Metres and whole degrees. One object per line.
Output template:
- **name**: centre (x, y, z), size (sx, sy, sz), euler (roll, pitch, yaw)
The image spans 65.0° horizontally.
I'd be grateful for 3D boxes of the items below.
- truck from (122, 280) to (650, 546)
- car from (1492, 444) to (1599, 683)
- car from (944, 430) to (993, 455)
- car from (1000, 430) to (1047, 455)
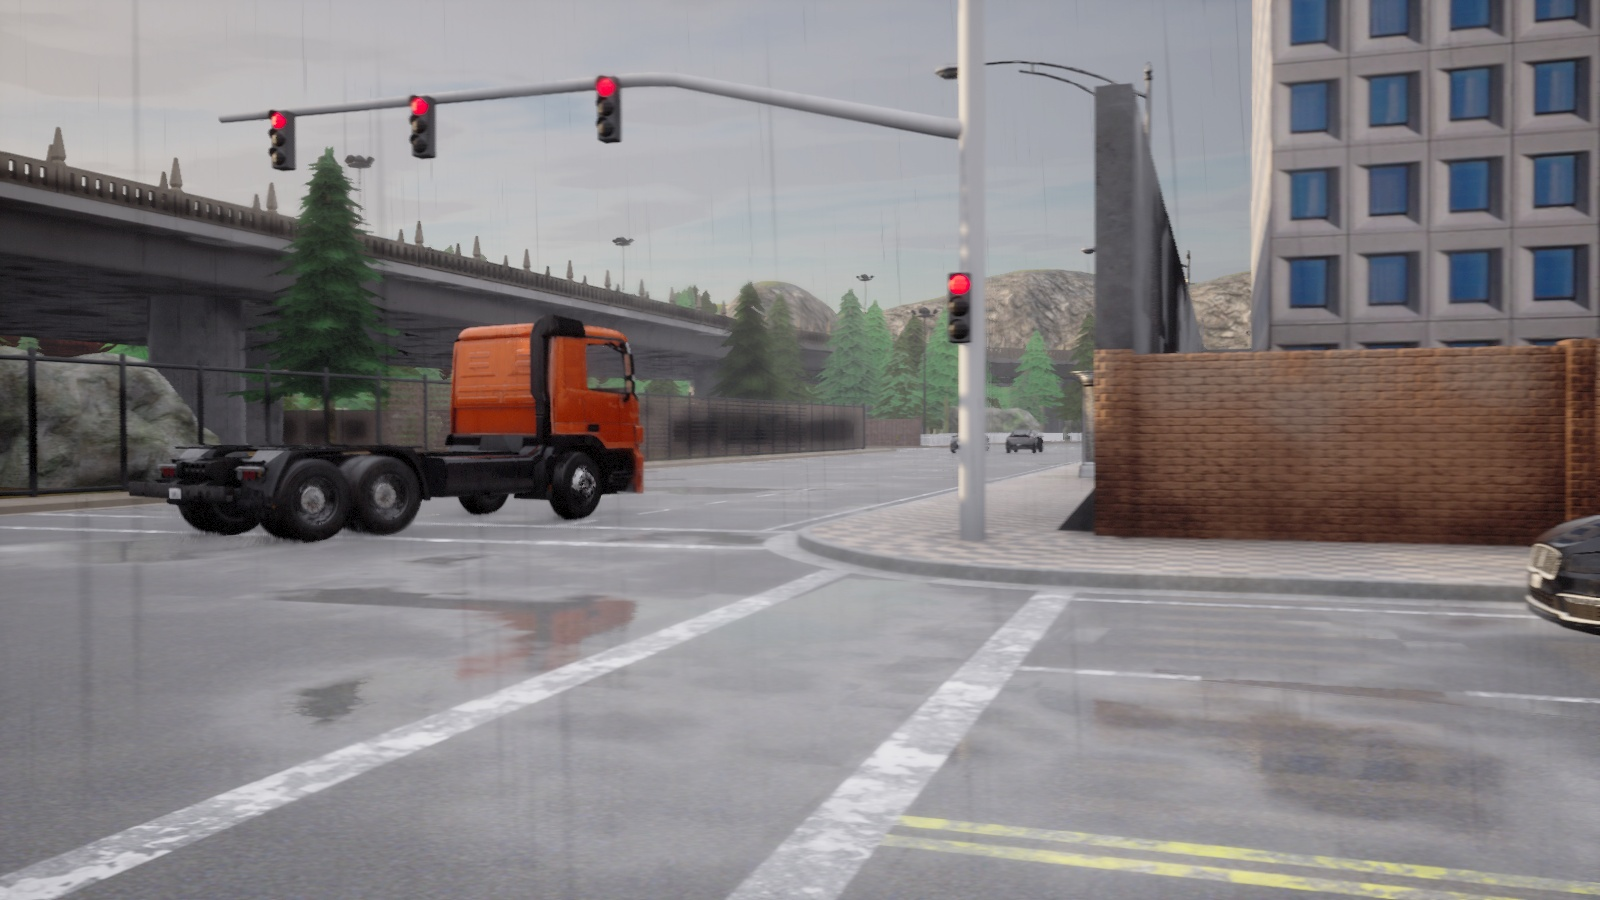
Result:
- **truck**: centre (-6.216, -0.555, 20.368), size (2.891, 3.462, 7.936), euler (1, 1, 36)
- **car**: centre (7.405, 0.730, 8.088), size (4.892, 1.490, 1.837), euler (1, 1, 18)
- **car**: centre (10.744, -0.511, 79.796), size (2.128, 1.511, 4.902), euler (1, 1, 19)
- **car**: centre (13.985, -0.476, 78.412), size (2.128, 1.511, 4.902), euler (1, 1, 19)
